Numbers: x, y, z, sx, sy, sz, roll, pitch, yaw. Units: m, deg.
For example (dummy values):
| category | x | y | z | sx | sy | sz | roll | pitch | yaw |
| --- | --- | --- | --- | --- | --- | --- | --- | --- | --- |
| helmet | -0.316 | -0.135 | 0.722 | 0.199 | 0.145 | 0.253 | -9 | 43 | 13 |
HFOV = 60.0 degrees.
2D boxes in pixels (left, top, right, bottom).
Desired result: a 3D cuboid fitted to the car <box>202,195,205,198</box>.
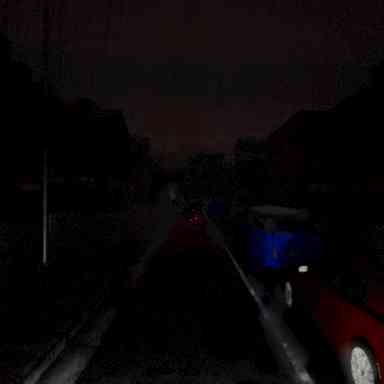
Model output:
| category | x | y | z | sx | sy | sz | roll | pitch | yaw |
| --- | --- | --- | --- | --- | --- | --- | --- | --- | --- |
| car | 2.657 | 1.530 | 43.608 | 1.967 | 1.590 | 4.097 | 1 | 0 | 0 |

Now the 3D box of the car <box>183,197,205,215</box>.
| category | x | y | z | sx | sy | sz | roll | pitch | yaw |
| --- | --- | --- | --- | --- | --- | --- | --- | --- | --- |
| car | 0.107 | 1.573 | 35.420 | 1.837 | 1.490 | 4.892 | 0 | 0 | 0 |

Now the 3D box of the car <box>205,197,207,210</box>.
| category | x | y | z | sx | sy | sz | roll | pitch | yaw |
| --- | --- | --- | --- | --- | --- | --- | --- | --- | --- |
| car | 2.655 | 1.600 | 38.238 | 1.752 | 1.417 | 4.829 | 1 | 0 | 0 |

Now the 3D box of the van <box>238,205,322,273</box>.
| category | x | y | z | sx | sy | sz | roll | pitch | yaw |
| --- | --- | --- | --- | --- | --- | --- | --- | --- | --- |
| van | 2.652 | 1.358 | 10.365 | 1.690 | 1.788 | 3.998 | 1 | 0 | 0 |

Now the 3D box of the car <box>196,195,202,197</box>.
| category | x | y | z | sx | sy | sz | roll | pitch | yaw |
| --- | --- | --- | --- | --- | --- | --- | --- | --- | --- |
| car | 0.114 | 1.631 | 48.772 | 1.812 | 1.442 | 4.674 | 0 | 0 | 0 |

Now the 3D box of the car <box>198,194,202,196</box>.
| category | x | y | z | sx | sy | sz | roll | pitch | yaw |
| --- | --- | --- | --- | --- | --- | --- | --- | --- | --- |
| car | 2.664 | 1.730 | 76.164 | 1.752 | 1.417 | 4.829 | 1 | 0 | 0 |

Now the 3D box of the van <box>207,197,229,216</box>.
| category | x | y | z | sx | sy | sz | roll | pitch | yaw |
| --- | --- | --- | --- | --- | --- | --- | --- | --- | --- |
| van | 2.656 | 1.401 | 32.526 | 1.690 | 1.788 | 3.998 | 1 | 0 | 0 |

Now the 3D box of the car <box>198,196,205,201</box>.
| category | x | y | z | sx | sy | sz | roll | pitch | yaw |
| --- | --- | --- | --- | --- | --- | --- | --- | --- | --- |
| car | 2.667 | 1.847 | 92.504 | 1.947 | 1.339 | 4.313 | 1 | 0 | 0 |

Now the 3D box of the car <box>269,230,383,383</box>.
| category | x | y | z | sx | sy | sz | roll | pitch | yaw |
| --- | --- | --- | --- | --- | --- | --- | --- | --- | --- |
| car | 2.648 | 1.553 | 4.823 | 1.887 | 1.381 | 4.507 | 1 | 0 | 0 |

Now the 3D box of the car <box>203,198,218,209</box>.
| category | x | y | z | sx | sy | sz | roll | pitch | yaw |
| --- | --- | --- | --- | --- | --- | --- | --- | --- | --- |
| car | 2.657 | 1.651 | 49.148 | 1.887 | 1.381 | 4.507 | 1 | 0 | 0 |

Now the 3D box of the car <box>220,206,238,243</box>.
| category | x | y | z | sx | sy | sz | roll | pitch | yaw |
| --- | --- | --- | --- | --- | --- | --- | --- | --- | --- |
| car | 2.650 | 1.592 | 15.905 | 1.947 | 1.339 | 4.313 | 1 | 0 | 0 |

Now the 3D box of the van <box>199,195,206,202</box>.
| category | x | y | z | sx | sy | sz | roll | pitch | yaw |
| --- | --- | --- | --- | --- | --- | --- | --- | --- | --- |
| van | 2.668 | 1.595 | 87.002 | 1.690 | 1.788 | 3.998 | 1 | 0 | 0 |
